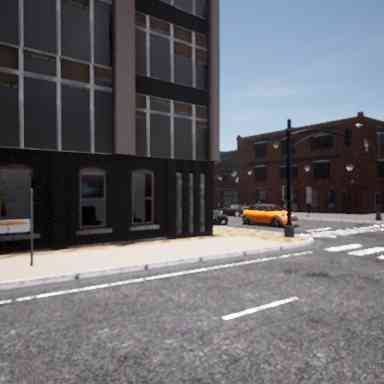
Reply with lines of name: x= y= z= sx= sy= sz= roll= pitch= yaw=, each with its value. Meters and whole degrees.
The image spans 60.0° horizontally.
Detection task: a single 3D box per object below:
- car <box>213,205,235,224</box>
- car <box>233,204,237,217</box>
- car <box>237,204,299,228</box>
car: x=1.197 y=2.051 z=28.240 sx=1.947 sy=1.339 sz=4.313 roll=-1 pitch=0 yaw=-37
car: x=4.807 y=2.094 z=37.839 sx=2.008 sy=1.369 sz=4.403 roll=-1 pitch=0 yaw=-37
car: x=6.136 y=1.758 z=26.213 sx=2.097 sy=1.767 sz=4.553 roll=0 pitch=-1 yaw=-37
